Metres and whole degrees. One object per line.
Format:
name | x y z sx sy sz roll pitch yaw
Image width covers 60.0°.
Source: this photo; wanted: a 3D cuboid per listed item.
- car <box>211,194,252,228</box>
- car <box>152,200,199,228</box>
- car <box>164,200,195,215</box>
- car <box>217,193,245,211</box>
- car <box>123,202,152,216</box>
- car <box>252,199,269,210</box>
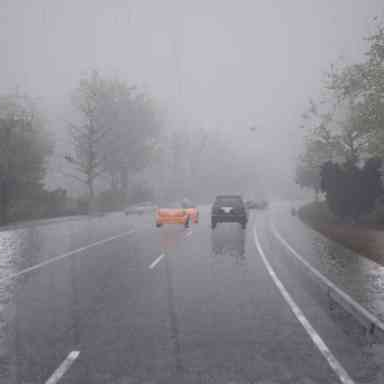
car | 2.624 1.210 22.169 2.150 2.045 5.566 -1 0 12
car | -0.853 1.374 22.521 2.097 1.767 4.553 -1 0 11
car | -1.209 1.611 35.686 1.812 1.442 4.674 -1 0 18
car | 4.981 1.237 42.102 2.150 2.045 5.566 -1 0 21
car | -5.243 1.735 34.522 1.895 1.301 4.718 -1 0 17
car | 8.239 1.545 40.792 1.895 1.301 4.718 -1 0 21
